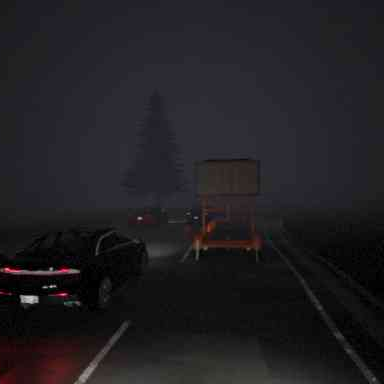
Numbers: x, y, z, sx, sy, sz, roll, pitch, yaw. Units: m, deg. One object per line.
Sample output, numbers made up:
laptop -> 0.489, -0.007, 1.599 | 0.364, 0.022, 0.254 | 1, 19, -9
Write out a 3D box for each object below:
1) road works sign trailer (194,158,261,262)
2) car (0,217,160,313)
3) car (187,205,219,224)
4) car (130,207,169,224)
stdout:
road works sign trailer -> 1.366, 0.554, 12.606 | 2.380, 3.560, 2.880 | -1, 0, 9
car -> -2.423, 1.587, 7.944 | 2.128, 1.511, 4.902 | -1, 0, 7
car -> 0.923, 1.738, 26.796 | 1.812, 1.442, 4.674 | -1, -1, 16
car -> -3.146, 1.809, 25.004 | 1.994, 1.385, 4.181 | -1, -1, 13
